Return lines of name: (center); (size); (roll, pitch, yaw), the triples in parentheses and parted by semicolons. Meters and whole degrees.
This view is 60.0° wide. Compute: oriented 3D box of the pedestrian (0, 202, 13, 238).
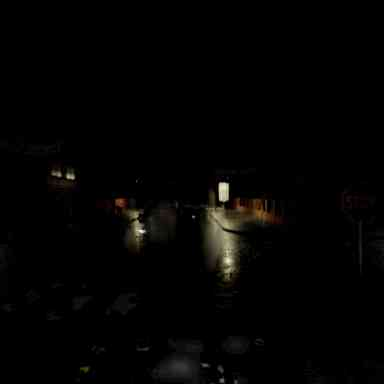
pedestrian: (-9.666, 1.422, 17.219); (0.375, 1.860, 0.375); (0, -1, 1)

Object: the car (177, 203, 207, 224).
car: (0.105, 1.547, 25.102); (1.882, 1.535, 5.008); (0, 0, 0)

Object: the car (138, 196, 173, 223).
car: (-2.844, 1.424, 25.803); (2.097, 1.767, 4.553); (0, 0, 0)

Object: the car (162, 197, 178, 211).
car: (-3.002, 1.578, 46.041); (2.097, 1.767, 4.553); (0, -1, -2)

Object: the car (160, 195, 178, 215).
car: (-2.854, 1.357, 35.866); (2.150, 2.045, 5.566); (0, 0, 0)
